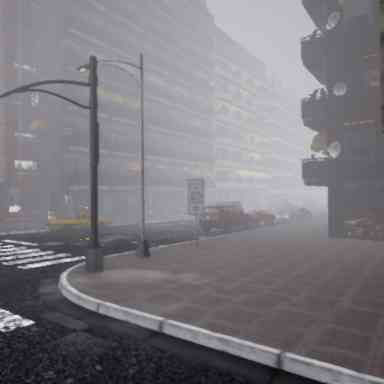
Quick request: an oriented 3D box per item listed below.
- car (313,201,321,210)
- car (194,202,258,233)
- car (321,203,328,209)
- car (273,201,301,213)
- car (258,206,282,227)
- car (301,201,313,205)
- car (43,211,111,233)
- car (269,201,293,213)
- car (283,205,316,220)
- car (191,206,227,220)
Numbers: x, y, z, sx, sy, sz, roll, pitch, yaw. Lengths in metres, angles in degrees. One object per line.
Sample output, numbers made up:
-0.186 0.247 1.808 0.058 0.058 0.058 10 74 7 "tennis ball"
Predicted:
24.714 2.814 69.705 2.192 1.841 5.009 -2 -2 35 "car"
2.344 1.809 23.220 2.192 1.841 5.009 -2 -2 35 "car"
31.216 3.242 78.977 1.887 1.381 4.507 -2 -2 35 "car"
14.205 2.587 49.981 1.882 1.535 5.008 -1 -1 35 "car"
5.596 2.142 27.851 1.887 1.381 4.507 -2 -2 35 "car"
21.468 2.944 65.061 1.887 1.381 4.507 -2 -2 35 "car"
-7.873 2.002 23.172 1.752 1.417 4.829 -2 -2 35 "car"
14.967 2.512 55.789 2.192 1.841 5.009 -2 -2 35 "car"
12.095 2.384 37.127 1.802 1.307 4.206 -2 -2 35 "car"
1.973 2.334 37.227 1.887 1.381 4.507 -2 -2 35 "car"
